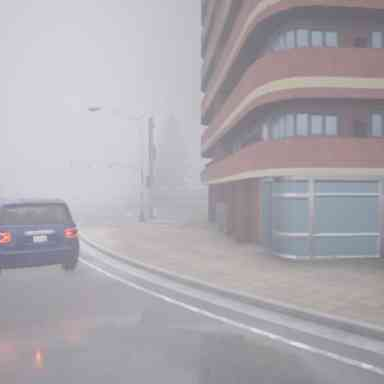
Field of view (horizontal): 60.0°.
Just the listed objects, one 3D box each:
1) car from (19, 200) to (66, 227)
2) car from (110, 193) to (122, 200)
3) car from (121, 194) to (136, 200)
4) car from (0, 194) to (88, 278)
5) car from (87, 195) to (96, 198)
[{"bbox_3d":[-10.370,1.429,23.472,1.882,1.535,5.008,0,0,-10],"label":"car"},{"bbox_3d":[-20.059,1.188,86.771,2.097,1.767,4.553,0,0,-5],"label":"car"},{"bbox_3d":[-16.577,1.376,87.121,2.033,1.411,5.357,0,0,-5],"label":"car"},{"bbox_3d":[-5.110,1.201,10.233,2.150,2.045,5.566,0,0,-33],"label":"car"},{"bbox_3d":[-27.436,1.335,90.547,1.812,1.442,4.674,0,0,-5],"label":"car"}]
